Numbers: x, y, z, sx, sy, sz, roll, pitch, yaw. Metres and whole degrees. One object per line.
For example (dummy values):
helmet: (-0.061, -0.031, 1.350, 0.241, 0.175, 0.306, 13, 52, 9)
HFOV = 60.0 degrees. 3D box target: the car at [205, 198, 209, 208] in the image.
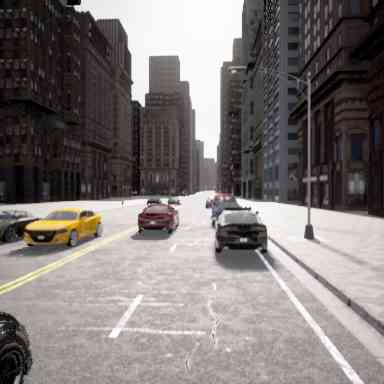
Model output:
car: (2.950, 1.566, 47.759, 1.994, 1.385, 4.181, 0, 0, 4)

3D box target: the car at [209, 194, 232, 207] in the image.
car: (2.840, 1.217, 29.686, 2.150, 2.045, 5.566, 0, 0, 3)

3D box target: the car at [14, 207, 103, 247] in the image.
car: (-5.615, 1.470, 15.179, 1.882, 1.535, 5.008, 0, 0, 3)

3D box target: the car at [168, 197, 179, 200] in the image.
car: (-3.099, 1.576, 56.921, 1.994, 1.385, 4.181, 0, 0, 4)

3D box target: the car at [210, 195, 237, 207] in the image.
car: (2.478, 1.343, 23.636, 2.097, 1.767, 4.553, 0, 0, 3)

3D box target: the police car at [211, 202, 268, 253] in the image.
police car: (1.891, 1.418, 13.793, 1.930, 1.638, 5.238, 0, 0, 3)

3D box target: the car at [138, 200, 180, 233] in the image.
car: (-1.885, 1.469, 19.794, 1.882, 1.535, 5.008, 0, 0, 3)

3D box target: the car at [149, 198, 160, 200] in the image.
car: (-6.405, 1.610, 56.186, 1.895, 1.301, 4.718, 0, 0, 4)

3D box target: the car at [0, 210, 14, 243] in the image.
car: (-8.832, 1.556, 15.817, 1.994, 1.385, 4.181, 0, 0, 3)

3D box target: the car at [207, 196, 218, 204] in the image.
car: (3.969, 1.515, 64.960, 2.128, 1.511, 4.902, 0, 0, 3)

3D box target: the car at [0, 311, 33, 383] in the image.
car: (-2.934, 1.562, 2.200, 1.994, 1.385, 4.181, 0, 0, 3)
